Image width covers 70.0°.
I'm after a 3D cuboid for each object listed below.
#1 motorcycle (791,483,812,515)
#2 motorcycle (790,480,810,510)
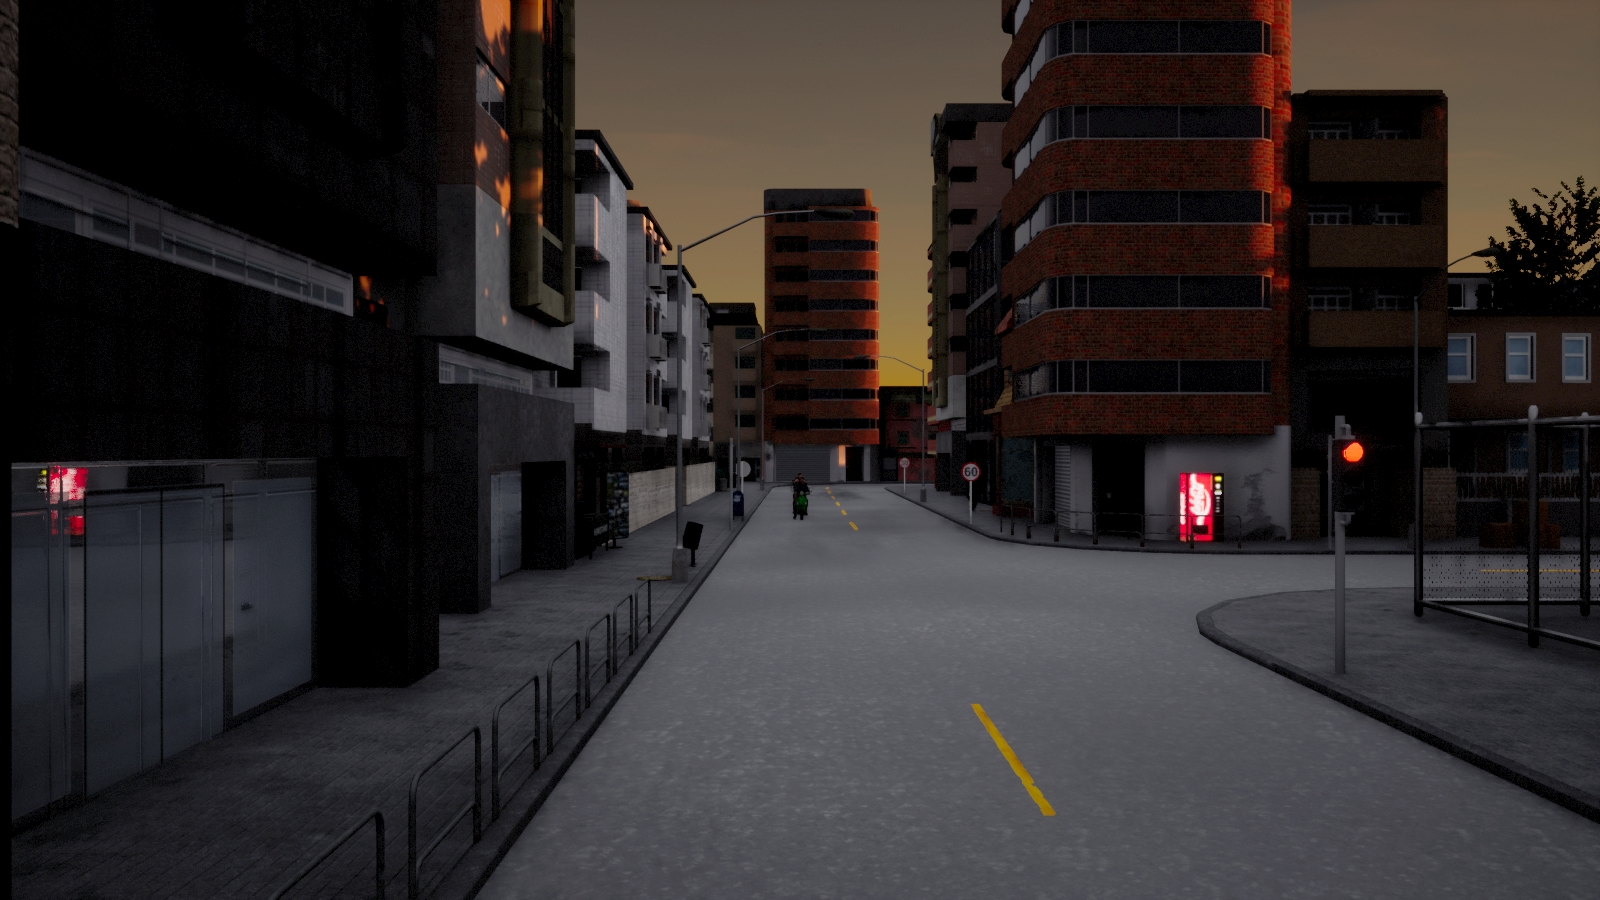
[{"bbox_3d":[0.063,1.970,46.521,0.856,1.236,1.805,0,0,0],"label":"motorcycle"},{"bbox_3d":[0.019,1.970,50.389,0.856,1.236,1.805,0,0,0],"label":"motorcycle"}]
